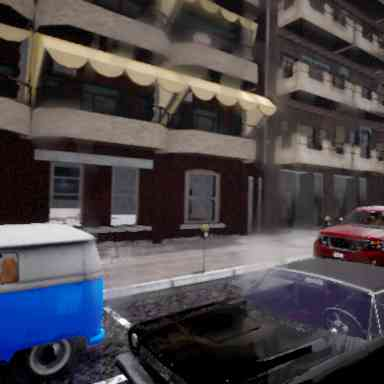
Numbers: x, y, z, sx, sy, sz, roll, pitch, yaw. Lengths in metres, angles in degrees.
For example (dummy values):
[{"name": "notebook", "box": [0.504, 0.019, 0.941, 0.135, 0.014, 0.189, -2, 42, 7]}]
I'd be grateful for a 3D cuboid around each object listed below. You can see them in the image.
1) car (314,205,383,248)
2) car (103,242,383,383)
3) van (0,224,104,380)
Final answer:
[{"name": "car", "box": [5.950, 1.374, 10.318, 5.009, 1.841, 2.192, 0, 1, -35]}, {"name": "car", "box": [1.573, 1.619, 4.072, 4.718, 1.301, 1.895, 0, 0, -36]}, {"name": "van", "box": [-3.053, 1.340, 3.893, 3.998, 1.788, 1.690, 0, 1, -35]}]
